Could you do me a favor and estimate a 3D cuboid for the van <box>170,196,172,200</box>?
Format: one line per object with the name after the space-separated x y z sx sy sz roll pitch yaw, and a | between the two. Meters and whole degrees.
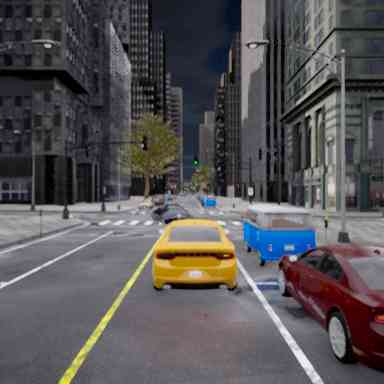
-5.974 1.458 75.536 1.690 1.788 3.998 0 0 0 | van

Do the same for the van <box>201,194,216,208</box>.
2.627 1.406 49.222 1.690 1.788 3.998 0 0 0 | van

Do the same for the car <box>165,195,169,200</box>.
-5.928 1.399 59.669 2.192 1.841 5.009 0 0 0 | car

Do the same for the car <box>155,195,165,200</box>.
-5.914 1.619 54.380 1.887 1.381 4.507 0 0 0 | car

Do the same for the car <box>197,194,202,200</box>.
2.564 1.658 70.875 2.008 1.369 4.403 0 0 0 | car

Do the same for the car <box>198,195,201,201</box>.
2.595 1.630 60.048 1.887 1.381 4.507 0 0 0 | car

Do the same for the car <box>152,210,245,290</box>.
0.065 1.486 9.145 1.882 1.535 5.008 0 0 0 | car

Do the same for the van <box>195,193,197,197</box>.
2.503 1.498 92.528 1.690 1.788 3.998 0 0 0 | van

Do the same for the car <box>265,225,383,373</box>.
2.763 1.550 5.712 1.887 1.381 4.507 0 0 0 | car

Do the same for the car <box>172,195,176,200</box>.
-6.005 1.707 86.113 1.947 1.339 4.313 0 0 0 | car

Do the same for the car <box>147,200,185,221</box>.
-1.665 1.588 24.720 1.994 1.385 4.181 0 0 -22 | car

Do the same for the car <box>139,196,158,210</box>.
-5.889 1.581 43.629 1.752 1.417 4.829 0 0 0 | car

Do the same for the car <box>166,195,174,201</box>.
-6.019 1.679 91.233 1.752 1.417 4.829 0 0 0 | car

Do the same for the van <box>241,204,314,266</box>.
2.749 1.352 11.238 1.690 1.788 3.998 0 0 0 | van

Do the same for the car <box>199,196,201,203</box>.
2.610 1.641 54.635 1.947 1.339 4.313 0 0 0 | car
